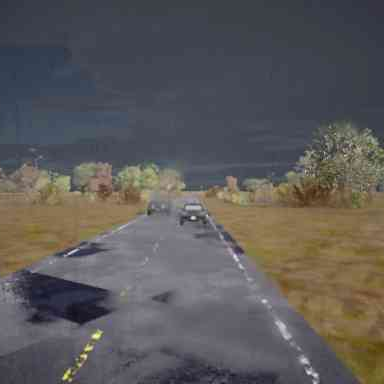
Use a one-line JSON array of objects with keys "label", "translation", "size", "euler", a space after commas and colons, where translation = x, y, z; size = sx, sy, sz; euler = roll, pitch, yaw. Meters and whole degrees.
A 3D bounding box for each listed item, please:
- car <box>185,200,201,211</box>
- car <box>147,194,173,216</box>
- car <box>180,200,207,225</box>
[{"label": "car", "translation": [0.086, 1.669, 42.385], "size": [1.895, 1.301, 4.718], "euler": [0, 0, 0]}, {"label": "car", "translation": [-3.106, 1.273, 33.081], "size": [2.150, 2.045, 5.566], "euler": [0, 0, 0]}, {"label": "car", "translation": [0.092, 1.566, 24.569], "size": [1.812, 1.442, 4.674], "euler": [0, 0, 0]}]
